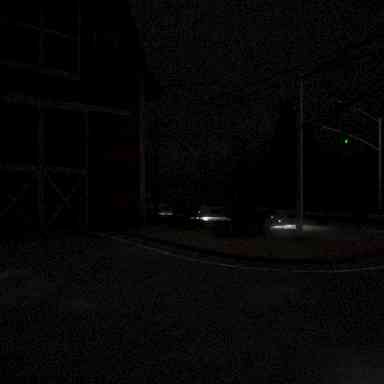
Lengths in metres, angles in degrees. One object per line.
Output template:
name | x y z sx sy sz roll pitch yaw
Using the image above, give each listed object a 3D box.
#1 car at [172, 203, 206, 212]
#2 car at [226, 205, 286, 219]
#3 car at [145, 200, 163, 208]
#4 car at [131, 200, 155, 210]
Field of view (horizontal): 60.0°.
car | -0.398 1.785 33.793 1.994 1.385 4.181 0 0 -34
car | 4.823 1.721 26.183 2.033 1.411 5.357 0 0 -34
car | -5.385 1.867 41.056 1.895 1.301 4.718 0 0 -34
car | -7.472 1.886 50.625 1.994 1.385 4.181 0 0 -34
